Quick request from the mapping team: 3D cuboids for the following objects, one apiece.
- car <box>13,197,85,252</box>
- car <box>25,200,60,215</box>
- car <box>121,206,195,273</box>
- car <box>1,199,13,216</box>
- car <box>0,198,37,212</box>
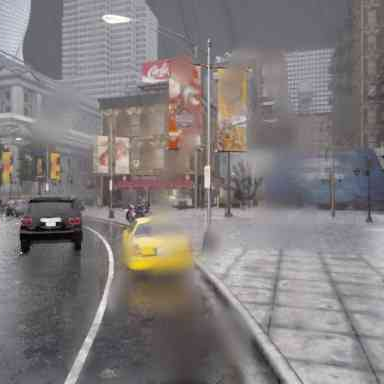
[{"bbox_3d":[-5.835,1.217,14.185,2.150,2.045,5.566,0,0,-19],"label":"car"},{"bbox_3d":[-15.683,1.577,34.738,1.895,1.301,4.718,0,0,-43],"label":"car"},{"bbox_3d":[-1.291,1.455,10.787,1.801,1.575,5.366,0,0,-14],"label":"car"},{"bbox_3d":[-15.187,1.530,29.661,2.033,1.411,5.357,0,0,-42],"label":"car"},{"bbox_3d":[-20.128,1.497,38.354,4.674,1.452,2.002,0,0,37],"label":"car"}]
